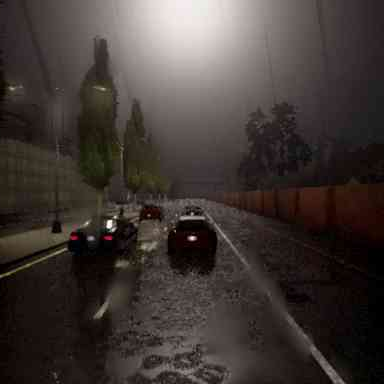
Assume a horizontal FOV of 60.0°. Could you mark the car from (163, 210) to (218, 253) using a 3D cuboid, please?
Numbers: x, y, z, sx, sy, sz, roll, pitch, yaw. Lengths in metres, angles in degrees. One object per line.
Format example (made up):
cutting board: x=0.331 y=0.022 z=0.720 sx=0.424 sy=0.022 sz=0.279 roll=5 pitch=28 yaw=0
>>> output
car: x=0.018 y=1.699 z=14.286 sx=1.994 sy=1.385 sz=4.181 roll=0 pitch=0 yaw=0

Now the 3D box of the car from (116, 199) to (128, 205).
car: x=-14.934 y=2.125 z=71.149 sx=1.994 sy=1.385 sz=4.181 roll=0 pitch=-1 yaw=0

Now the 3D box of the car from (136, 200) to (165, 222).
car: x=-3.466 y=1.754 z=29.480 sx=1.882 sy=1.535 sz=5.008 roll=0 pitch=0 yaw=0

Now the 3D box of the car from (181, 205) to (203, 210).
car: x=0.028 y=1.818 z=28.985 sx=2.033 sy=1.411 sz=5.357 roll=0 pitch=-1 yaw=0

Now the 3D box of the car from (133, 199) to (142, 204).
car: x=-11.434 y=2.125 z=71.146 sx=1.994 sy=1.385 sz=4.181 roll=0 pitch=-1 yaw=0

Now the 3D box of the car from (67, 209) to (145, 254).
car: x=-3.486 y=1.679 z=13.989 sx=2.033 sy=1.411 sz=5.357 roll=0 pitch=-1 yaw=0
